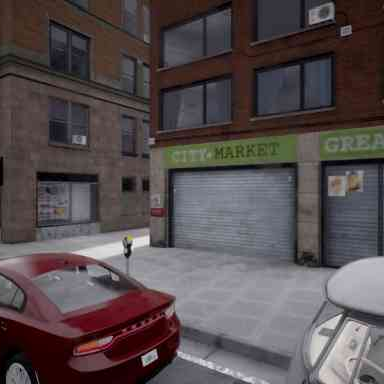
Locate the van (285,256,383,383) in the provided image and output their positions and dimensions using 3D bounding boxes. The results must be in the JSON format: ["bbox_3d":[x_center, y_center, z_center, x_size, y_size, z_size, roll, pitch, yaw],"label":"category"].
[{"bbox_3d":[2.366,1.341,1.389,3.998,1.788,1.690,0,0,35],"label":"van"}]

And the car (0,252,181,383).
[{"bbox_3d":[-2.243,1.544,4.675,4.507,1.381,1.887,0,0,35],"label":"car"}]
